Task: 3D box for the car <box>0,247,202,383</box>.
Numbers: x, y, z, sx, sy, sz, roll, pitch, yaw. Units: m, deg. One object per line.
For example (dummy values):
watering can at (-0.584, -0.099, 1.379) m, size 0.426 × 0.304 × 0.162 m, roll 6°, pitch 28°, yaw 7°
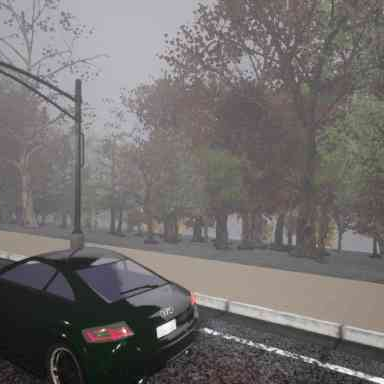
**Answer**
car at (-1.926, 1.563, 5.061) m, size 4.181 × 1.385 × 1.994 m, roll 0°, pitch 0°, yaw 36°
